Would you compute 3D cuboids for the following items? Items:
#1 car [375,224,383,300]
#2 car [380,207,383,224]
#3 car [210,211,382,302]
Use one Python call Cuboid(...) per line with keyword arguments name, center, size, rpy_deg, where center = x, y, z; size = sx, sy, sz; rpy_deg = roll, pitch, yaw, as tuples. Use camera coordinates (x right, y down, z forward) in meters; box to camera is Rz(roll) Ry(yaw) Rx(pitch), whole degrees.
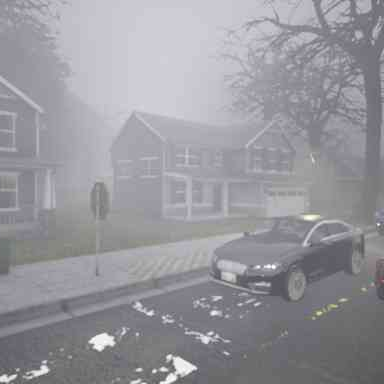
Cuboid(name="car", center=(5.343, 1.420, 6.820), size=(4.674, 1.442, 1.812), rpy_deg=(-1, 2, -42))
Cuboid(name="car", center=(10.595, 0.946, 15.414), size=(5.566, 2.045, 2.150), rpy_deg=(-1, 1, -42))
Cuboid(name="car", center=(2.528, 1.358, 8.115), size=(4.902, 1.511, 2.128), rpy_deg=(-1, 1, -42))
